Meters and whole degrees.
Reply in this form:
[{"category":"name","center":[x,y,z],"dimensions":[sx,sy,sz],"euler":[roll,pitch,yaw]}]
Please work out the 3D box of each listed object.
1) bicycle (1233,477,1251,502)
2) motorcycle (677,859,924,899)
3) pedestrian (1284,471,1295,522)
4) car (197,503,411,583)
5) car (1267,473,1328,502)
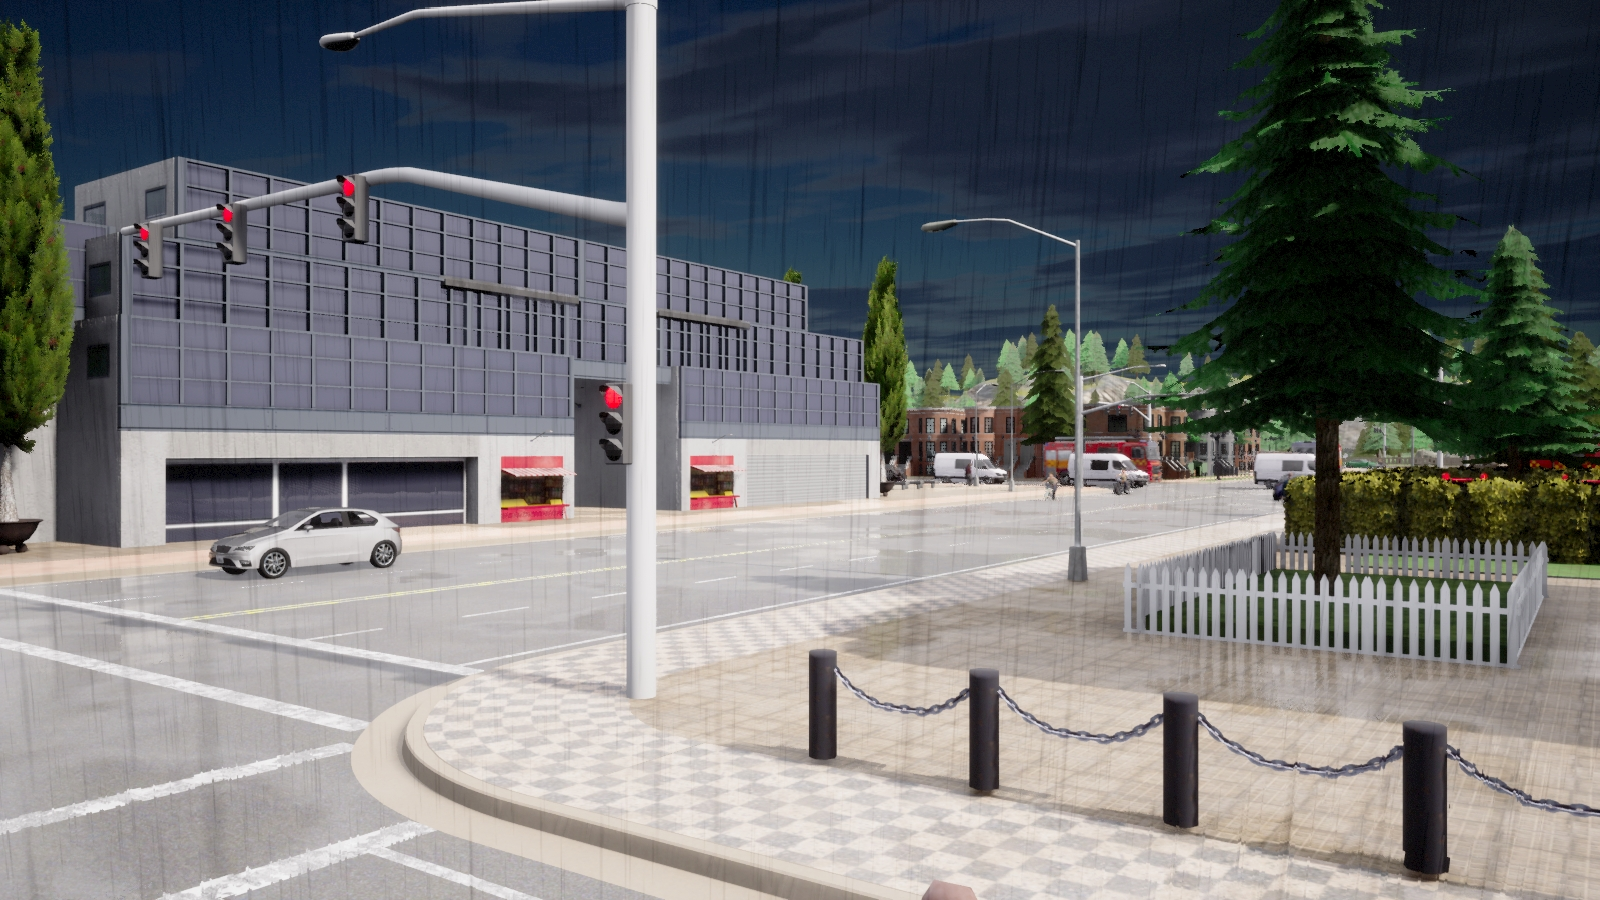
[{"category":"bicycle","center":[24.334,2.158,62.852],"dimensions":[0.859,1.276,1.487],"euler":[0,0,23]},{"category":"motorcycle","center":[0.509,2.205,3.428],"dimensions":[2.209,1.251,0.867],"euler":[0,0,35]},{"category":"pedestrian","center":[17.864,1.695,41.697],"dimensions":[0.375,1.860,0.375],"euler":[0,0,26]},{"category":"car","center":[-11.323,2.066,26.349],"dimensions":[1.816,1.474,4.193],"euler":[0,0,35]},{"category":"car","center":[27.765,2.063,63.661],"dimensions":[2.163,1.488,4.792],"euler":[0,0,35]}]
